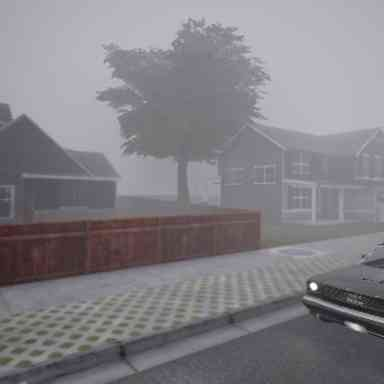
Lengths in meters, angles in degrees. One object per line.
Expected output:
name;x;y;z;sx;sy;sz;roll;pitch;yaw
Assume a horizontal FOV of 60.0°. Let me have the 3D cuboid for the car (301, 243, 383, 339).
car;4.114;1.607;6.002;4.718;1.301;1.895;0;0;-35
